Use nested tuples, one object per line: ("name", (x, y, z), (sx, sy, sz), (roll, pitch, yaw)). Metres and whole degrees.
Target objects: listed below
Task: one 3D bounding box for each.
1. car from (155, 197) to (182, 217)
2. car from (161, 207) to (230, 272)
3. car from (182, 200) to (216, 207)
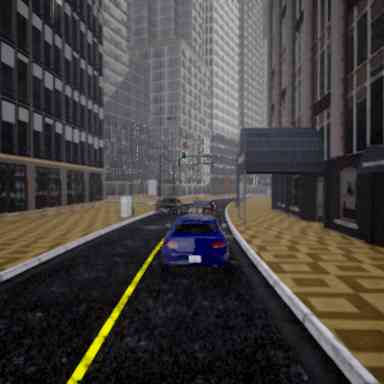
("car", (-1.819, 1.211, 27.974), (1.837, 1.490, 4.892), (0, 0, 6))
("car", (0.128, 1.408, 10.271), (1.812, 1.442, 4.674), (0, 1, 2))
("car", (0.777, 1.284, 24.787), (2.033, 1.411, 5.357), (0, 1, 5))
